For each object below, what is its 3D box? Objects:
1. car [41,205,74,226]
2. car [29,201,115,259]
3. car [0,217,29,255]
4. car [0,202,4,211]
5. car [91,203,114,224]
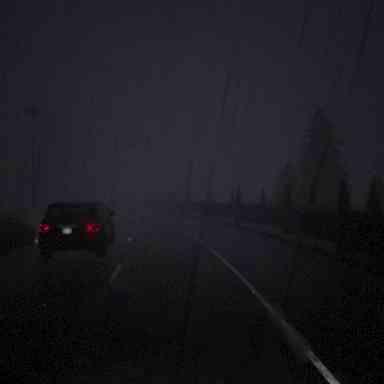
[{"bbox_3d":[-11.155,1.879,27.928,2.033,1.411,5.357,0,-1,-17],"label":"car"},{"bbox_3d":[-4.433,1.375,13.506,2.150,2.045,5.566,0,0,-8],"label":"car"},{"bbox_3d":[-8.044,1.723,13.940,1.994,1.385,4.181,0,-1,-8],"label":"car"},{"bbox_3d":[-30.582,2.251,51.905,1.812,1.442,4.674,0,-1,-34],"label":"car"},{"bbox_3d":[-8.089,1.856,29.827,1.837,1.490,4.892,0,0,-17],"label":"car"}]
